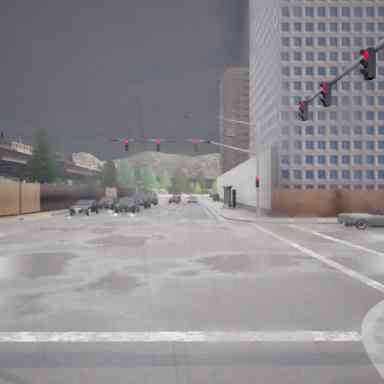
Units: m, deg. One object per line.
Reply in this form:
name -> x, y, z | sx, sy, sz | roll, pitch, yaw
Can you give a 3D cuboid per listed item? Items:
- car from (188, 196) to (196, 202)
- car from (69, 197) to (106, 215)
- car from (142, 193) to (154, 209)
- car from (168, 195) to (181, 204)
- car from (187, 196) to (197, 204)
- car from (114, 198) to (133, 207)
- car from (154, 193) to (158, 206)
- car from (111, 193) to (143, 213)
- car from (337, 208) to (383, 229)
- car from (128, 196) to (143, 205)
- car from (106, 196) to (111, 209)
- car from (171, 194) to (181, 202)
car -> -0.010, 1.595, 74.805 | 1.895, 1.301, 4.718 | 0, 0, 0
car -> -10.608, 1.492, 33.191 | 2.128, 1.511, 4.902 | 0, 0, 1
car -> -7.091, 1.221, 46.175 | 2.150, 2.045, 5.566 | 0, 0, 0
car -> -3.510, 1.601, 64.232 | 1.895, 1.301, 4.718 | 0, 0, 0
car -> 0.086, 1.601, 64.563 | 1.895, 1.301, 4.718 | 0, 0, 0
car -> -10.595, 1.601, 51.881 | 1.895, 1.301, 4.718 | 0, 0, 0
car -> -7.073, 1.221, 56.904 | 2.150, 2.045, 5.566 | 0, 0, 0
car -> -7.093, 1.352, 36.739 | 2.097, 1.767, 4.553 | 0, 0, 0
car -> 11.850, 1.656, 21.142 | 4.718, 1.301, 1.895 | 0, 0, 0
car -> -10.568, 1.478, 62.100 | 1.882, 1.535, 5.008 | 0, 0, 0
car -> -10.598, 1.352, 42.087 | 2.097, 1.767, 4.553 | 0, 0, 0
car -> -3.511, 1.305, 74.425 | 1.882, 1.535, 5.008 | 0, 0, 0
